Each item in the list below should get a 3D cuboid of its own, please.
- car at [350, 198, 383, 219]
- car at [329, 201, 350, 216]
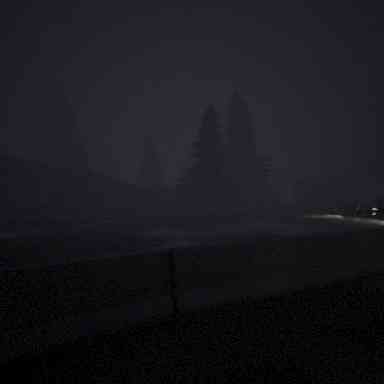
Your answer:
[{"bbox_3d":[16.595,1.326,29.078,4.553,1.767,2.097,0,0,-24],"label":"car"},{"bbox_3d":[15.468,1.531,32.409,4.181,1.385,1.994,0,0,-24],"label":"car"}]
